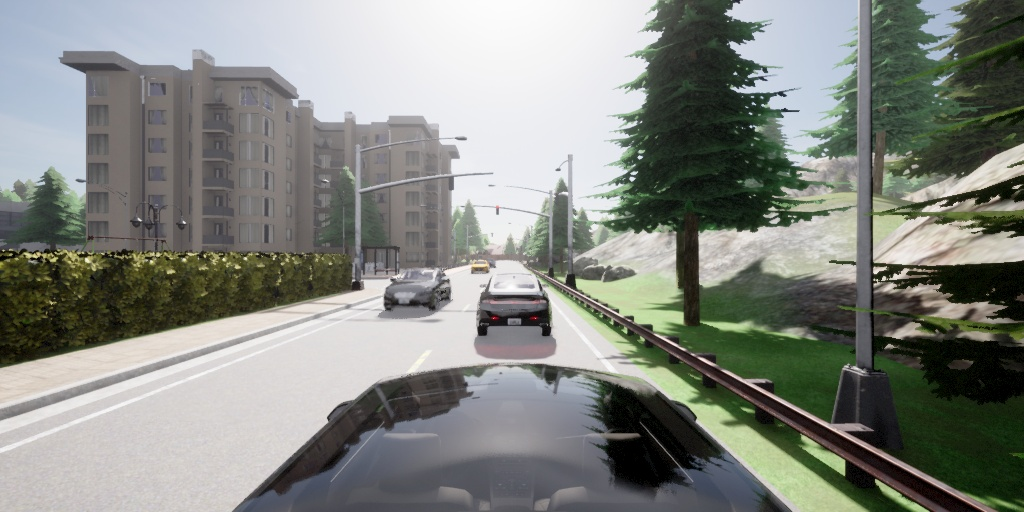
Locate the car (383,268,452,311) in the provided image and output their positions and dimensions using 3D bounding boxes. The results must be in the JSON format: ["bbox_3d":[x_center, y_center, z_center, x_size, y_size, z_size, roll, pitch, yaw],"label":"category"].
[{"bbox_3d":[-3.614,1.241,14.443,2.128,1.511,4.902,0,0,0],"label":"car"}]

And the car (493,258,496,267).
[{"bbox_3d":[-3.682,1.101,57.884,2.097,1.767,4.553,0,0,0],"label":"car"}]

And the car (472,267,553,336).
[{"bbox_3d":[0.062,1.242,10.370,2.128,1.511,4.902,0,0,0],"label":"car"}]

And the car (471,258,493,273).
[{"bbox_3d":[-3.679,1.227,42.361,1.882,1.535,5.008,0,0,0],"label":"car"}]
